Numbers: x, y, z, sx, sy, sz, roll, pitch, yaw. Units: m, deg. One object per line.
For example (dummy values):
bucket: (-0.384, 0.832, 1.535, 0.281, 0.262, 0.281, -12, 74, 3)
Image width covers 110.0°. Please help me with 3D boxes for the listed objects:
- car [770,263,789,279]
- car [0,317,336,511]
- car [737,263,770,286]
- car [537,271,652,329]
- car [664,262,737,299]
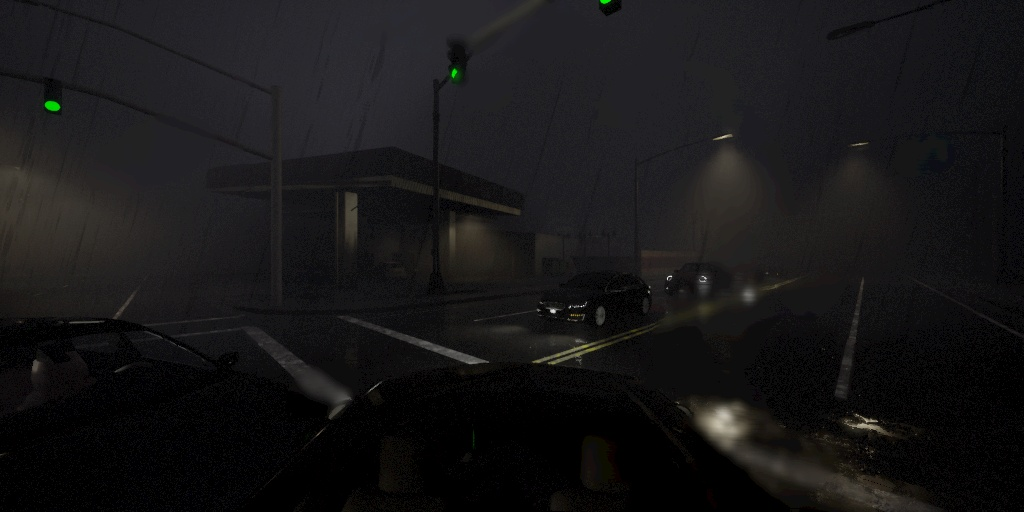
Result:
car: (23.586, 1.314, 32.446, 4.181, 1.385, 1.994, 0, 0, -45)
car: (-3.435, 1.242, 2.455, 4.902, 1.511, 2.128, 0, 0, 15)
car: (16.495, 1.314, 25.349, 1.994, 1.385, 4.181, 0, 0, 44)
car: (2.812, 1.255, 11.510, 1.837, 1.490, 4.892, 0, 0, 44)
car: (9.610, 1.102, 18.397, 2.097, 1.767, 4.553, 0, 0, 45)
